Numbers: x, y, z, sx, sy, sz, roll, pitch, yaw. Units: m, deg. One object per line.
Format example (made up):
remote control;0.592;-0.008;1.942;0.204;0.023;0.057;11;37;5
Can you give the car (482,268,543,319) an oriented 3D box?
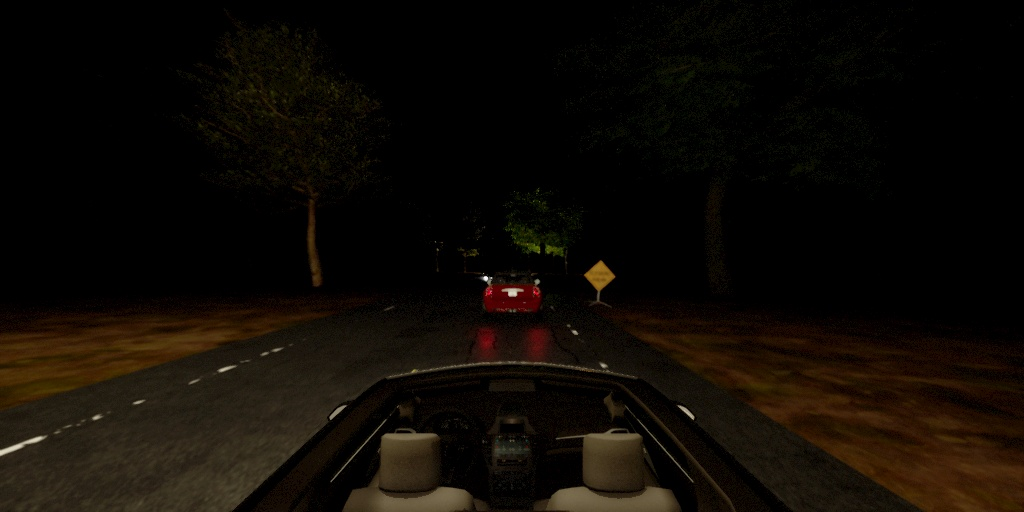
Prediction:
car;0.047;1.319;14.037;2.097;1.767;4.553;0;-1;1

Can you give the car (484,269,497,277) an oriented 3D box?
car;-3.541;2.781;59.798;1.895;1.301;4.718;0;-2;1

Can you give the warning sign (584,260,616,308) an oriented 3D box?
warning sign;3.550;1.098;14.833;1.300;1.860;1.060;0;0;0
